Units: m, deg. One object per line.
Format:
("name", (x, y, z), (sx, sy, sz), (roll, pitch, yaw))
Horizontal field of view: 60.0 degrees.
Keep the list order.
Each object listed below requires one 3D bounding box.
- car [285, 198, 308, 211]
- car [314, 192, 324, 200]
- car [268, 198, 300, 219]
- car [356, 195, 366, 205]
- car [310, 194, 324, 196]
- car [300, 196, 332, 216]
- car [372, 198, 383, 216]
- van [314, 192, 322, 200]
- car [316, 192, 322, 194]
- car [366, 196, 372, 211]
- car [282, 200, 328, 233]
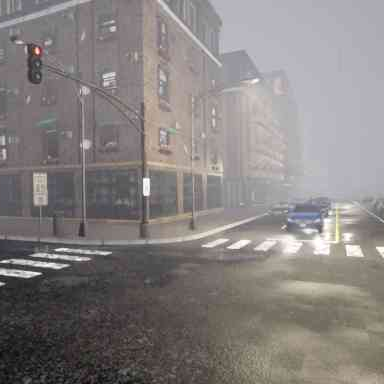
("car", (12.008, 1.397, 38.031), (2.008, 1.369, 4.403), (-1, 0, 24))
("car", (32.506, 0.994, 85.021), (2.192, 1.841, 5.009), (-1, 0, 24))
("car", (7.451, 1.442, 27.588), (2.008, 1.369, 4.403), (-1, 0, 24))
("car", (26.528, 1.269, 50.355), (2.008, 1.369, 4.403), (-1, 0, 24))
("car", (15.176, 1.296, 38.777), (1.882, 1.535, 5.008), (0, 0, 24))
("car", (10.758, 1.353, 28.598), (2.128, 1.511, 4.902), (0, 0, 24))
("car", (17.415, 1.385, 29.469), (1.802, 1.307, 4.206), (-1, 0, 24))
("van", (30.229, 1.036, 79.802), (1.690, 1.788, 3.998), (-1, 0, 24))
("car", (23.395, 1.186, 64.137), (1.967, 1.590, 4.097), (-1, 0, 24))
("car", (19.693, 1.331, 34.691), (2.008, 1.369, 4.403), (-1, 0, 24))
("car", (6.592, 1.430, 19.118), (1.812, 1.442, 4.674), (0, 0, 24))
